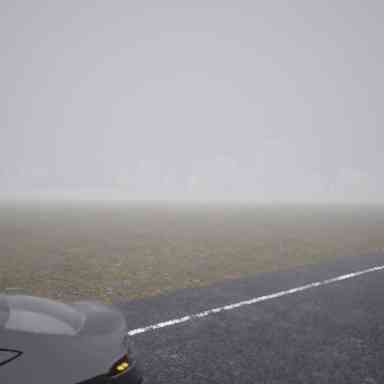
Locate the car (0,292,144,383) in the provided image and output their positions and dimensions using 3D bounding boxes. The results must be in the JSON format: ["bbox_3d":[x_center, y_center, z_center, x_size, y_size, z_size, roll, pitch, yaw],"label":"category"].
[{"bbox_3d":[-2.585,1.521,2.149,4.674,1.442,1.812,0,0,-35],"label":"car"}]
